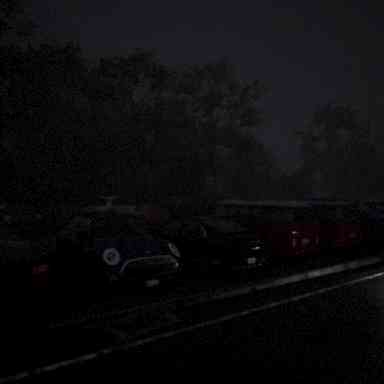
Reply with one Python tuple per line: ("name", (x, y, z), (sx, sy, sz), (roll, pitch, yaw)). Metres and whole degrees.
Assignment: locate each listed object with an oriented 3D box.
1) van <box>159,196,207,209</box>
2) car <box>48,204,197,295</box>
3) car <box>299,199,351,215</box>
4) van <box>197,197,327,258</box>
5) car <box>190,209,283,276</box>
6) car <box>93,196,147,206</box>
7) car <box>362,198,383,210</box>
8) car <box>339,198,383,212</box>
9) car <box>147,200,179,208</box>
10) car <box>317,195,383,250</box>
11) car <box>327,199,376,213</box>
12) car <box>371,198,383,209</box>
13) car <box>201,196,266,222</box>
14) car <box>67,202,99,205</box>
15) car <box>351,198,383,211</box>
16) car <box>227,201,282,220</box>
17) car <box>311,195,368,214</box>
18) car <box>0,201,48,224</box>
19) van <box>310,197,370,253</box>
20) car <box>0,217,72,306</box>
("van", (-1.136, 1.353, 25.945), (1.878, 1.987, 4.442), (1, 0, -36))
("car", (-2.147, 1.377, 9.042), (2.185, 1.767, 4.553), (1, 0, -36))
("car", (14.750, 1.644, 37.145), (2.231, 1.521, 4.892), (0, 0, -36))
("van", (2.365, 1.316, 12.371), (1.878, 1.987, 4.442), (0, 0, -36))
("car", (0.154, 1.523, 10.640), (2.231, 1.521, 4.892), (0, 0, -36))
("car", (-5.601, 1.288, 22.646), (2.435, 2.045, 5.566), (1, 0, -36))
("car", (26.020, 1.662, 45.241), (2.163, 1.488, 4.792), (0, 0, -36))
("car", (21.517, 1.637, 41.995), (2.097, 1.535, 5.008), (0, 0, -36))
("car", (-3.435, 1.556, 24.387), (1.946, 1.575, 5.366), (1, 0, -36))
("car", (7.012, 1.331, 15.513), (2.435, 2.045, 5.566), (1, 0, -36))
("car", (19.259, 1.639, 40.381), (2.097, 1.535, 5.008), (0, 0, -36))
("car", (28.403, 1.627, 46.680), (1.946, 1.575, 5.366), (0, 0, -36))
("car", (3.466, 1.361, 29.055), (2.435, 2.045, 5.566), (0, 0, -36))
("car", (-7.828, 1.549, 20.985), (2.163, 1.488, 4.792), (1, 0, -36))
("car", (23.775, 1.636, 43.609), (2.231, 1.521, 4.892), (0, 0, -36))
("car", (5.690, 1.655, 30.714), (2.163, 1.488, 4.792), (0, 0, -36))
("car", (17.020, 1.390, 38.739), (2.435, 2.045, 5.566), (0, 0, -36))
("car", (-10.121, 1.374, 19.420), (2.185, 1.767, 4.553), (0, 0, -36))
("van", (4.646, 1.336, 14.001), (1.878, 1.987, 4.442), (0, 0, -36))
("car", (-4.409, 1.523, 7.384), (2.002, 1.452, 4.674), (0, 0, -36))
